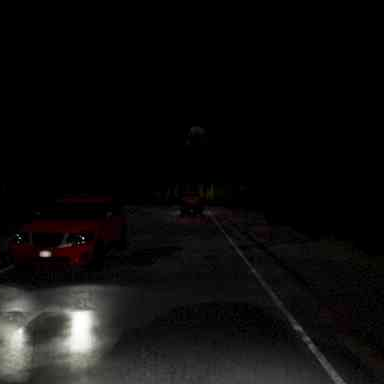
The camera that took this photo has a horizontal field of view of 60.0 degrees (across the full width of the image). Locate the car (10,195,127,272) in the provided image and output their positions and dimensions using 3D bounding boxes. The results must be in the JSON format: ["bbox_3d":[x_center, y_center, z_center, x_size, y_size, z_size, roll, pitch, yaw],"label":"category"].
[{"bbox_3d":[-3.600,1.153,10.927,2.150,2.045,5.566,0,0,0],"label":"car"}]

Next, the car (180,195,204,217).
[{"bbox_3d":[-0.016,1.331,28.997,1.882,1.535,5.008,0,0,0],"label":"car"}]

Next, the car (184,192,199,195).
[{"bbox_3d":[-0.137,1.006,41.581,2.150,2.045,5.566,0,0,-3],"label":"car"}]
